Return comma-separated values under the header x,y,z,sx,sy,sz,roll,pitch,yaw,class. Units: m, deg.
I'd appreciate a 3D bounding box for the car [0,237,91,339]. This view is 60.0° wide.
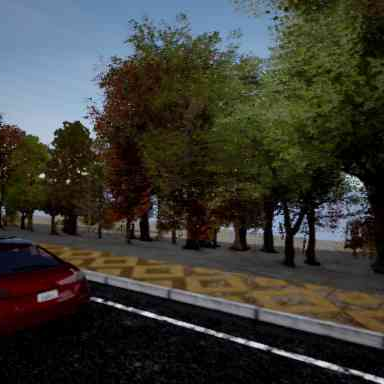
x,y,z,sx,sy,sz,roll,pitch,yaw,class
-3.862,1.571,6.284,4.181,1.385,1.994,0,0,35,car
